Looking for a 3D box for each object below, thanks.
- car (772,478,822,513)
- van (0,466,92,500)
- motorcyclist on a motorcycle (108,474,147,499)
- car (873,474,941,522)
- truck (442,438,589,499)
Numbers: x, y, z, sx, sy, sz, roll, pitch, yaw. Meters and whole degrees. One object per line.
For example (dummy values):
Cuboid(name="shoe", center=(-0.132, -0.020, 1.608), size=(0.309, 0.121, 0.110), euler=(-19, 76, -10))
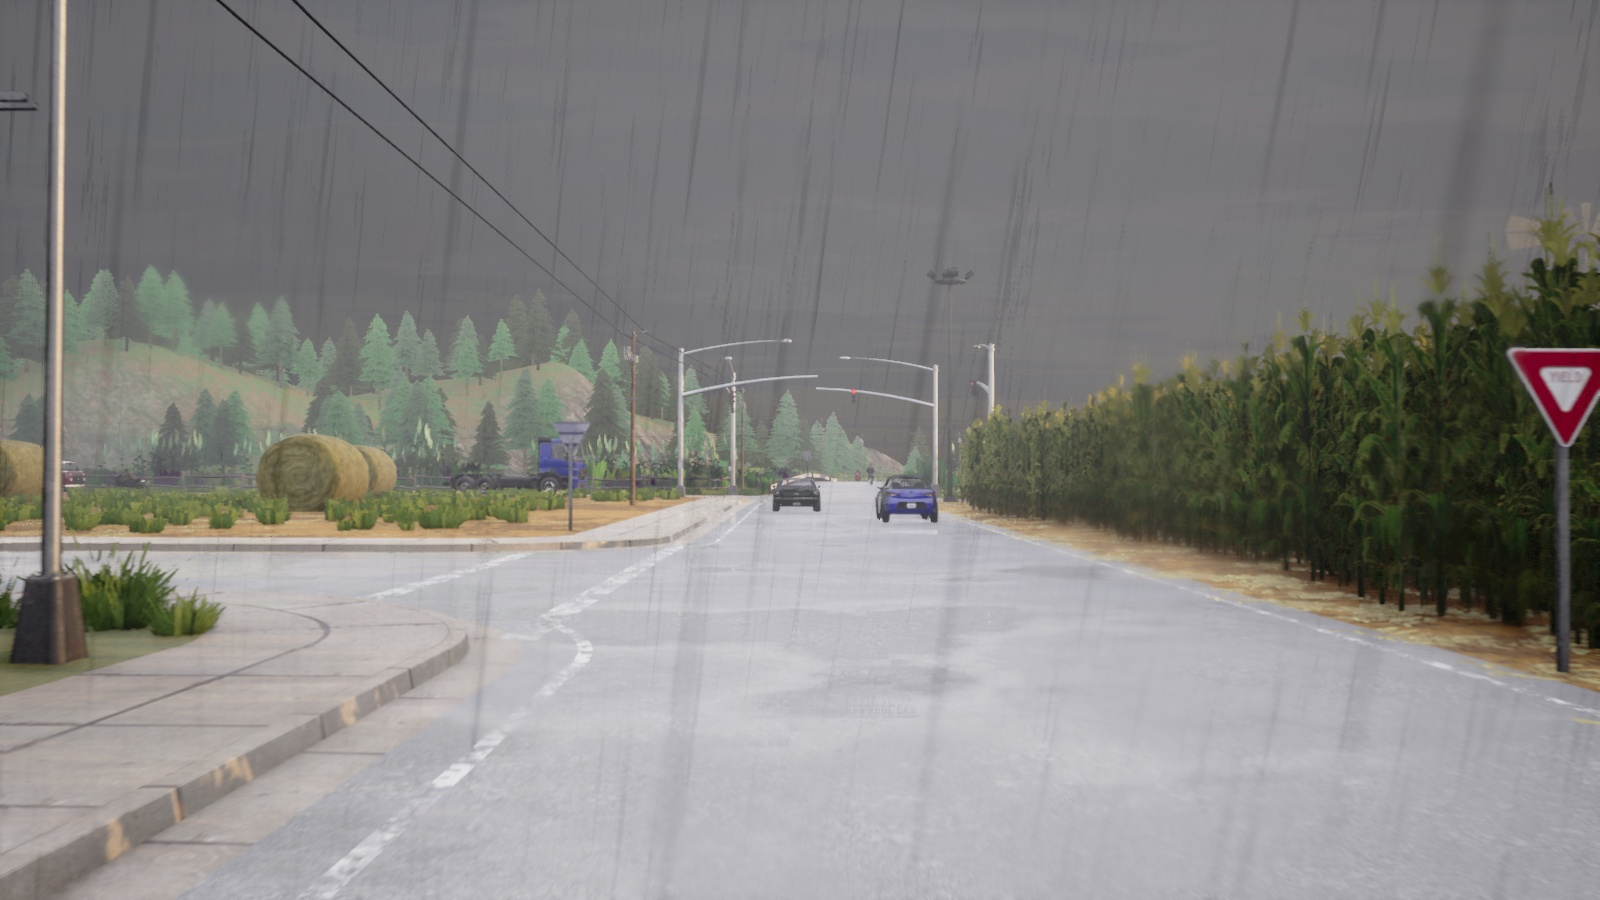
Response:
Cuboid(name="car", center=(-0.120, 1.762, 49.647), size=(1.895, 1.301, 4.718), euler=(0, -1, 0))
Cuboid(name="van", center=(-45.083, 1.961, 74.945), size=(4.480, 2.038, 2.069), euler=(0, -1, 3))
Cuboid(name="motorcyclist on a motorcycle", center=(-41.912, 2.264, 78.294), size=(2.044, 1.523, 0.797), euler=(0, -1, 3))
Cuboid(name="car", center=(3.402, 1.505, 40.496), size=(1.816, 1.474, 4.193), euler=(0, -1, 0))
Cuboid(name="truck", center=(-16.599, 1.118, 73.546), size=(7.936, 3.462, 2.891), euler=(0, -1, 3))
